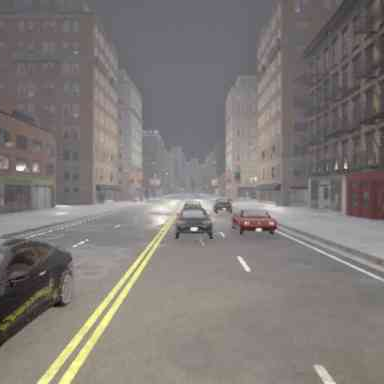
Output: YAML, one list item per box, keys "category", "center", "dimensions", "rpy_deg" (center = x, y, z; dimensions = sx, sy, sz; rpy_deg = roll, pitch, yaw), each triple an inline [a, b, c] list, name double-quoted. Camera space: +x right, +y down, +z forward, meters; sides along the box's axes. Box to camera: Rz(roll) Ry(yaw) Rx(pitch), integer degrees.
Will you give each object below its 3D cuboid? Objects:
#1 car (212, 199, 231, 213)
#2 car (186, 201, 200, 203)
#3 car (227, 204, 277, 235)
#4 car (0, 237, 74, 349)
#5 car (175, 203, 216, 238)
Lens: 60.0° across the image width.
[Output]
- category: "car"
  center: [3.332, 1.509, 36.765]
  dimensions: [1.837, 1.490, 4.892]
  rpy_deg: [0, 0, 0]
- category: "car"
  center: [0.082, 1.604, 34.759]
  dimensions: [1.895, 1.301, 4.718]
  rpy_deg: [0, 0, 0]
- category: "car"
  center: [3.342, 1.602, 18.838]
  dimensions: [1.895, 1.301, 4.718]
  rpy_deg: [0, 0, 0]
- category: "car"
  center: [-3.352, 1.526, 5.259]
  dimensions: [1.812, 1.442, 4.674]
  rpy_deg: [0, 0, 0]
- category: "car"
  center: [0.091, 1.527, 17.464]
  dimensions: [1.812, 1.442, 4.674]
  rpy_deg: [0, 0, 0]
